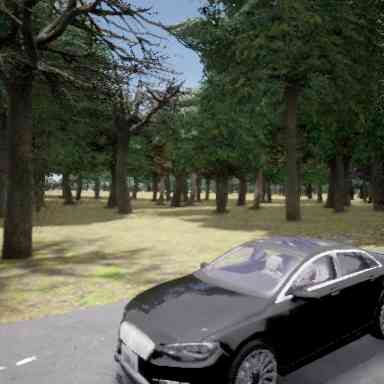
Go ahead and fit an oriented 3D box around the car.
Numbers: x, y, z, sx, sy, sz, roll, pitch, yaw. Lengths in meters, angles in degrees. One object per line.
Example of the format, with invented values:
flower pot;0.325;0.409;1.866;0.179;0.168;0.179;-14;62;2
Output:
car;1.335;1.494;4.942;4.902;1.511;2.128;0;0;-35
